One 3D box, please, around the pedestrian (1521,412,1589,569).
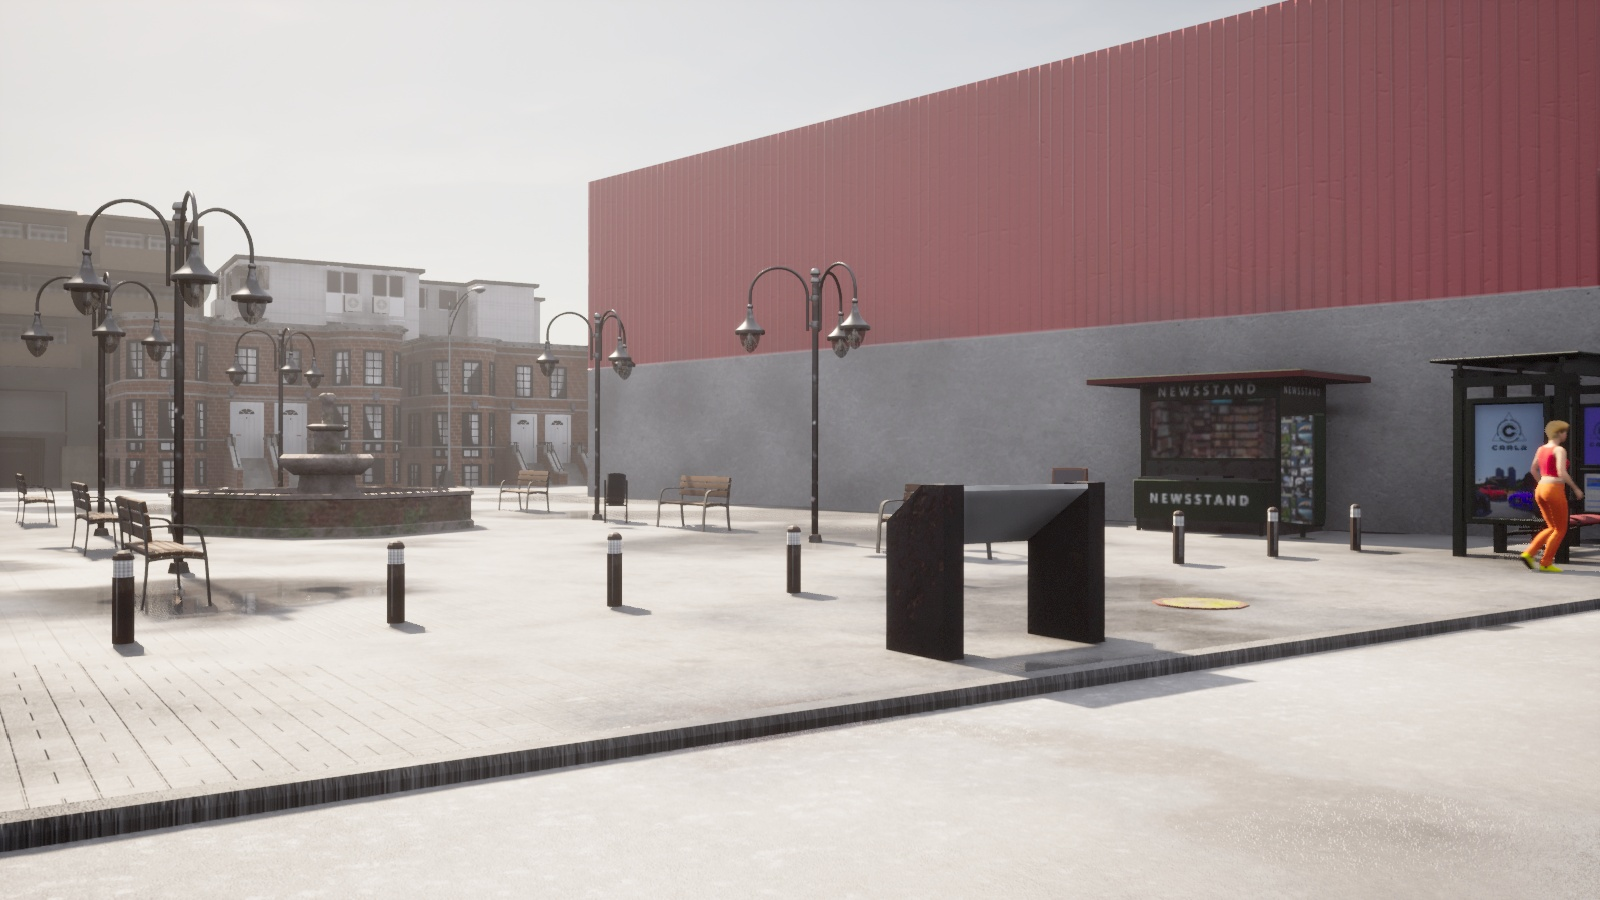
[{"bbox_3d":[8.928,0.472,14.859,0.594,1.836,0.345,0,0,-2],"label":"pedestrian"}]
